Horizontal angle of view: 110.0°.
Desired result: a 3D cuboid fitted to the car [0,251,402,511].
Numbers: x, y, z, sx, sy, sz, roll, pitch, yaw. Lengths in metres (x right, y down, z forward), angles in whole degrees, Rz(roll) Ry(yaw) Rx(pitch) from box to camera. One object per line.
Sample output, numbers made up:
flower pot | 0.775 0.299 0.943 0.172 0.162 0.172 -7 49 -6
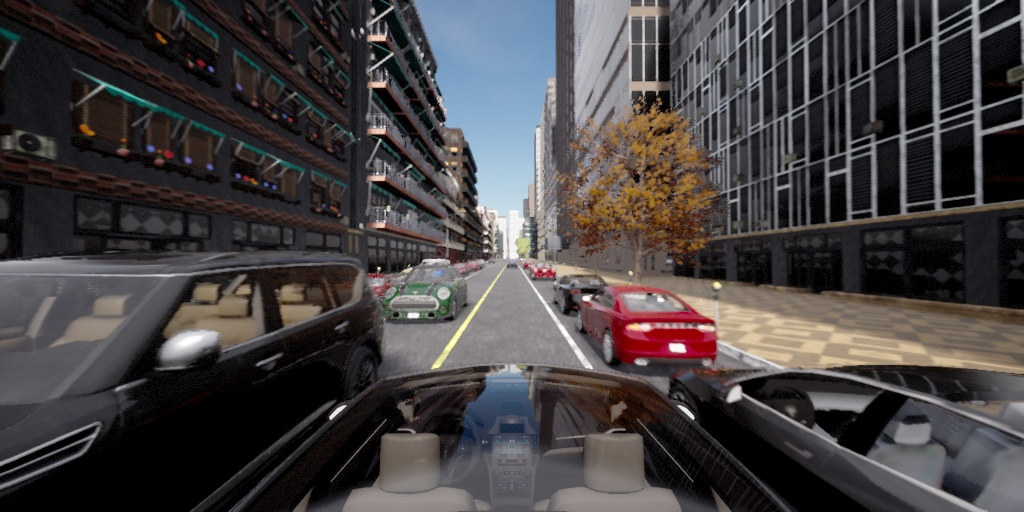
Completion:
car | -2.834 0.972 2.773 2.150 2.045 5.566 0 0 0

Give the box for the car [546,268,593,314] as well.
car | 2.573 1.322 13.468 1.948 1.339 4.313 0 0 0

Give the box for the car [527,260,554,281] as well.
car | 2.582 1.204 30.425 1.967 1.591 4.097 0 0 0

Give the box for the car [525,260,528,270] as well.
car | 2.585 1.312 36.078 1.888 1.381 4.507 0 0 0

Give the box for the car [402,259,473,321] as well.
car | -2.784 1.110 12.476 2.097 1.767 4.553 0 0 1

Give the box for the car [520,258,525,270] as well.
car | 2.594 1.319 53.036 1.888 1.381 4.507 0 0 0

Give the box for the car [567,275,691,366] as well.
car | 2.570 1.298 7.815 1.888 1.381 4.507 0 0 0

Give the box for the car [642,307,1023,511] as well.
car | 2.567 1.316 2.162 1.948 1.339 4.313 0 0 0

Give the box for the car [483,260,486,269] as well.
car | -5.287 1.340 53.262 1.948 1.339 4.313 0 0 0

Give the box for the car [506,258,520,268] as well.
car | 0.031 1.324 59.739 2.033 1.411 5.357 0 0 0

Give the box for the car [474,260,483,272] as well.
car | -5.290 1.317 47.615 1.888 1.381 4.507 0 0 0
